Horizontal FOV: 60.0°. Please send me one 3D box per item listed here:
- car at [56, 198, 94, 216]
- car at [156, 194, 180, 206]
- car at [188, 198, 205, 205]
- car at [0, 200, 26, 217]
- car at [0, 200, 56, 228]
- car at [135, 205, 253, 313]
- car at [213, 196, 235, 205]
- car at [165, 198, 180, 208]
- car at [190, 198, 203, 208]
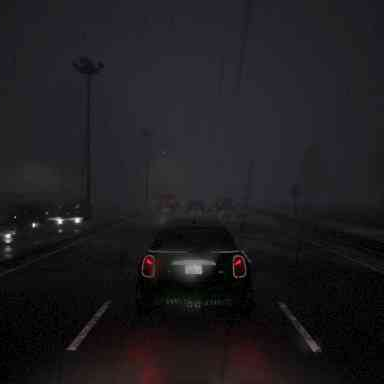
[{"bbox_3d":[-11.116,1.352,32.051,2.097,1.767,4.553,0,0,1],"label":"car"},{"bbox_3d":[-3.011,1.221,39.594,2.150,2.045,5.566,0,0,1],"label":"car"},{"bbox_3d":[0.506,1.491,40.206,2.128,1.511,4.902,0,0,1],"label":"car"},{"bbox_3d":[-18.116,1.526,32.114,1.812,1.442,4.674,0,0,1],"label":"car"},{"bbox_3d":[-11.252,1.492,21.915,2.128,1.511,4.902,0,0,1],"label":"car"},{"bbox_3d":[0.060,1.352,7.812,2.097,1.767,4.553,0,0,1],"label":"car"},{"bbox_3d":[4.006,1.352,40.178,2.097,1.767,4.553,0,0,1],"label":"car"},{"bbox_3d":[-2.883,1.564,50.185,1.994,1.385,4.181,0,0,1],"label":"car"},{"bbox_3d":[0.629,1.601,50.548,1.895,1.301,4.718,0,0,1],"label":"car"}]
